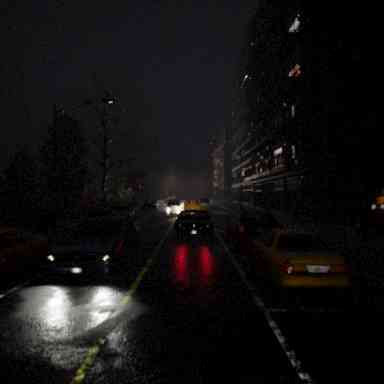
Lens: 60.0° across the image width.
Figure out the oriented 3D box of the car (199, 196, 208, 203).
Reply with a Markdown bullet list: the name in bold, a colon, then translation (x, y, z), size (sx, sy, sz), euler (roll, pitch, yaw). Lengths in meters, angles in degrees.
- **car**: translation (2.559, 1.632, 75.459), size (2.008, 1.369, 4.403), euler (1, 0, 0)

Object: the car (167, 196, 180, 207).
- **car**: translation (-2.836, 1.656, 51.447), size (1.895, 1.301, 4.718), euler (0, 0, 0)

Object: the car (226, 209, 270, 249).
- **car**: translation (2.572, 1.456, 14.465), size (1.967, 1.590, 4.097), euler (1, 0, 0)

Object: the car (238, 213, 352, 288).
- **car**: translation (2.572, 1.535, 9.090), size (1.752, 1.417, 4.829), euler (1, 0, 0)

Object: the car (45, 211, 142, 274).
- **car**: translation (-2.851, 1.559, 10.874), size (2.033, 1.411, 5.357), euler (0, 0, 0)

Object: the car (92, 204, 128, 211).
- **car**: translation (-5.311, 1.603, 19.771), size (1.802, 1.307, 4.206), euler (1, 0, 0)

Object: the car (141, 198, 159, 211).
- **car**: translation (-5.313, 1.485, 41.916), size (1.967, 1.590, 4.097), euler (1, 0, 0)

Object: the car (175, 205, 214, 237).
- **car**: translation (0.098, 1.620, 18.022), size (1.895, 1.301, 4.718), euler (0, 0, 0)

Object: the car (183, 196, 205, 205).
- **car**: translation (0.094, 1.516, 36.429), size (1.882, 1.535, 5.008), euler (0, 0, 0)

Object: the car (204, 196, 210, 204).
- **car**: translation (2.561, 1.651, 64.369), size (1.802, 1.307, 4.206), euler (1, 0, 0)

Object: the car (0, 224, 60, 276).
- **car**: translation (-5.308, 1.535, 8.528), size (1.752, 1.417, 4.829), euler (1, 0, 0)

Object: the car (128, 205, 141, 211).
- **car**: translation (-5.312, 1.609, 25.307), size (1.802, 1.307, 4.206), euler (1, 0, 0)
